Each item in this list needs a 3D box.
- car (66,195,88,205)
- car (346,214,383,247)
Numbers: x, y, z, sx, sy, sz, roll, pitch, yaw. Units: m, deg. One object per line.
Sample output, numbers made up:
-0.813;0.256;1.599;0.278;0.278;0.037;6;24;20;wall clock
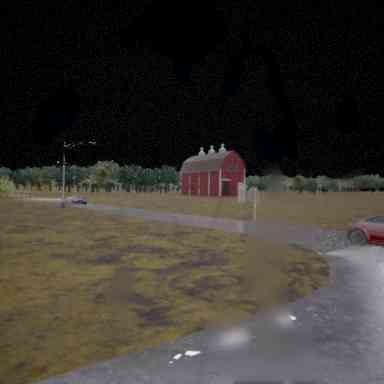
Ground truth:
-15.854;1.102;45.675;1.994;1.385;4.181;2;0;-36;car
8.072;1.506;12.424;1.994;1.385;4.181;1;1;-36;car
